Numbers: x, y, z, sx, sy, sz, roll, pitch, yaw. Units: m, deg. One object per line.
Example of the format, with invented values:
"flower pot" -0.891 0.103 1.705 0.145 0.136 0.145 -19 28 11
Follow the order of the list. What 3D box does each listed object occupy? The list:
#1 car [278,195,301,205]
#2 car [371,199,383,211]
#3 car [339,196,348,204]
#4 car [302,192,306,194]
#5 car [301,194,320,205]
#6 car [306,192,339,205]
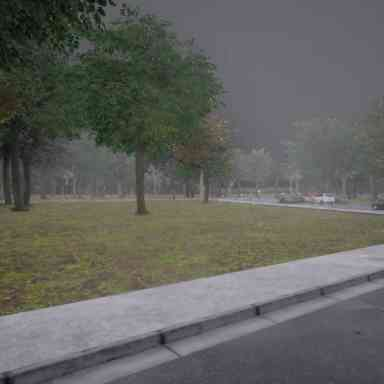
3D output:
"car" 17.437 1.593 60.630 1.994 1.385 4.181 0 0 -12
"car" 22.387 1.512 37.370 1.837 1.490 4.892 0 0 -12
"car" 27.129 1.554 62.338 2.128 1.511 4.902 0 0 -12
"car" 21.774 1.406 71.535 2.128 1.511 4.902 0 0 -12
"car" 20.741 1.565 60.696 1.812 1.442 4.674 0 0 -12
"car" 23.993 1.273 61.483 2.150 2.045 5.566 0 0 -11
